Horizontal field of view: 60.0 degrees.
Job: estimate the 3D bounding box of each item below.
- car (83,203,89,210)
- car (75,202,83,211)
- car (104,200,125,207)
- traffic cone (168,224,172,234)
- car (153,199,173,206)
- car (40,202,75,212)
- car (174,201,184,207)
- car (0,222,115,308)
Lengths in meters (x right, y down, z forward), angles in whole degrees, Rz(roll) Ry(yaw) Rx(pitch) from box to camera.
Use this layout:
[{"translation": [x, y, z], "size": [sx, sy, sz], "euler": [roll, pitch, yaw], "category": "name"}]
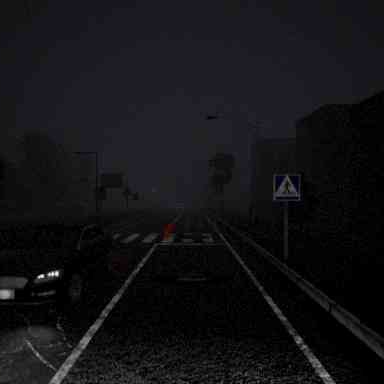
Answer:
[{"translation": [-21.837, 2.560, 59.898], "size": [5.008, 1.535, 2.097], "euler": [0, -1, 0], "category": "car"}, {"translation": [-21.837, 2.489, 56.626], "size": [4.892, 1.521, 2.231], "euler": [0, -1, 0], "category": "car"}, {"translation": [-21.717, 3.266, 91.524], "size": [5.008, 1.535, 2.097], "euler": [0, -1, 0], "category": "car"}, {"translation": [-1.366, 2.141, 17.752], "size": [0.340, 0.580, 0.340], "euler": [0, -1, 0], "category": "traffic cone"}, {"translation": [-8.628, 3.338, 94.243], "size": [4.892, 1.521, 2.231], "euler": [0, -1, 0], "category": "car"}, {"translation": [-21.851, 2.455, 53.350], "size": [4.674, 1.452, 2.002], "euler": [0, -1, 0], "category": "car"}, {"translation": [-3.046, 3.279, 90.262], "size": [1.837, 1.490, 4.892], "euler": [0, -2, 0], "category": "car"}, {"translation": [-3.243, 1.531, 8.207], "size": [2.128, 1.511, 4.902], "euler": [0, -1, 0], "category": "car"}]
